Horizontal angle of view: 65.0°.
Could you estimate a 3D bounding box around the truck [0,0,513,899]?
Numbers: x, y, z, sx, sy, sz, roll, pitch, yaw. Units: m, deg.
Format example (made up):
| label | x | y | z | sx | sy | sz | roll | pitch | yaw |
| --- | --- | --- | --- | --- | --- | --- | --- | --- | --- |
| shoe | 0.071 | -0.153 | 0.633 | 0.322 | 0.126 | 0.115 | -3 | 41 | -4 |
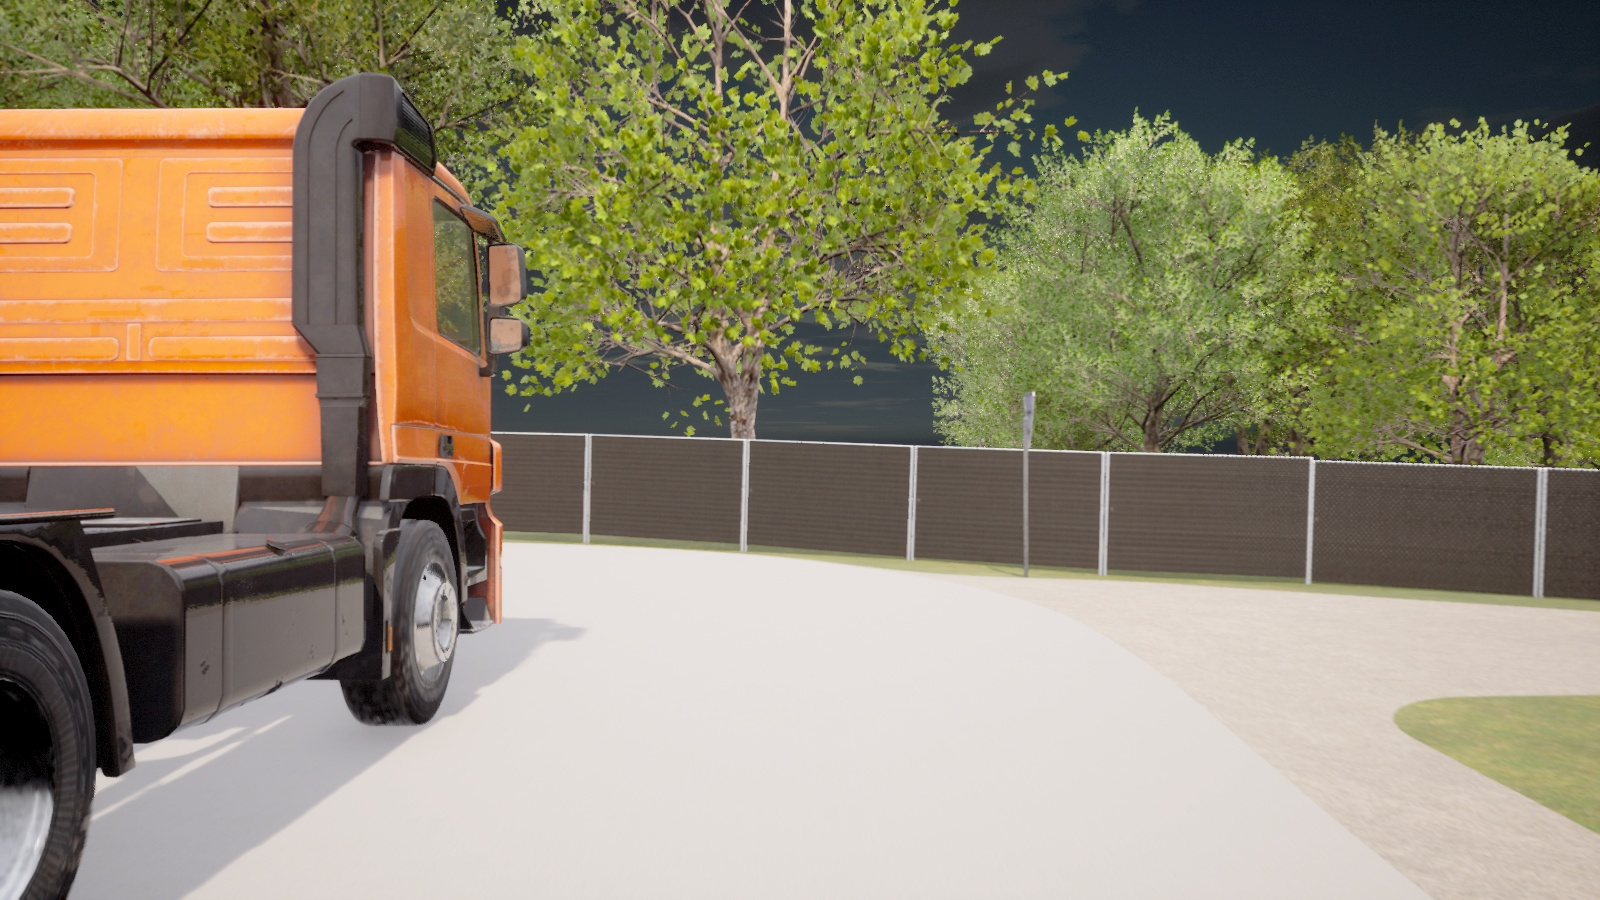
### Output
| label | x | y | z | sx | sy | sz | roll | pitch | yaw |
| --- | --- | --- | --- | --- | --- | --- | --- | --- | --- |
| truck | -3.456 | -0.222 | 4.718 | 2.891 | 3.462 | 7.936 | 0 | -1 | 0 |
